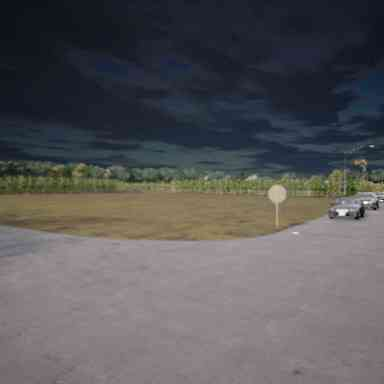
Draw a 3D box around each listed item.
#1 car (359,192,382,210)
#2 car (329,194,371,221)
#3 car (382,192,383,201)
[{"bbox_3d":[17.587,0.842,33.618,2.097,1.767,4.553,0,1,33],"label":"car"},{"bbox_3d":[11.056,1.123,23.582,2.128,1.511,4.902,0,1,33],"label":"car"},{"bbox_3d":[27.534,0.806,48.745,1.837,1.490,4.892,0,0,33],"label":"car"}]
